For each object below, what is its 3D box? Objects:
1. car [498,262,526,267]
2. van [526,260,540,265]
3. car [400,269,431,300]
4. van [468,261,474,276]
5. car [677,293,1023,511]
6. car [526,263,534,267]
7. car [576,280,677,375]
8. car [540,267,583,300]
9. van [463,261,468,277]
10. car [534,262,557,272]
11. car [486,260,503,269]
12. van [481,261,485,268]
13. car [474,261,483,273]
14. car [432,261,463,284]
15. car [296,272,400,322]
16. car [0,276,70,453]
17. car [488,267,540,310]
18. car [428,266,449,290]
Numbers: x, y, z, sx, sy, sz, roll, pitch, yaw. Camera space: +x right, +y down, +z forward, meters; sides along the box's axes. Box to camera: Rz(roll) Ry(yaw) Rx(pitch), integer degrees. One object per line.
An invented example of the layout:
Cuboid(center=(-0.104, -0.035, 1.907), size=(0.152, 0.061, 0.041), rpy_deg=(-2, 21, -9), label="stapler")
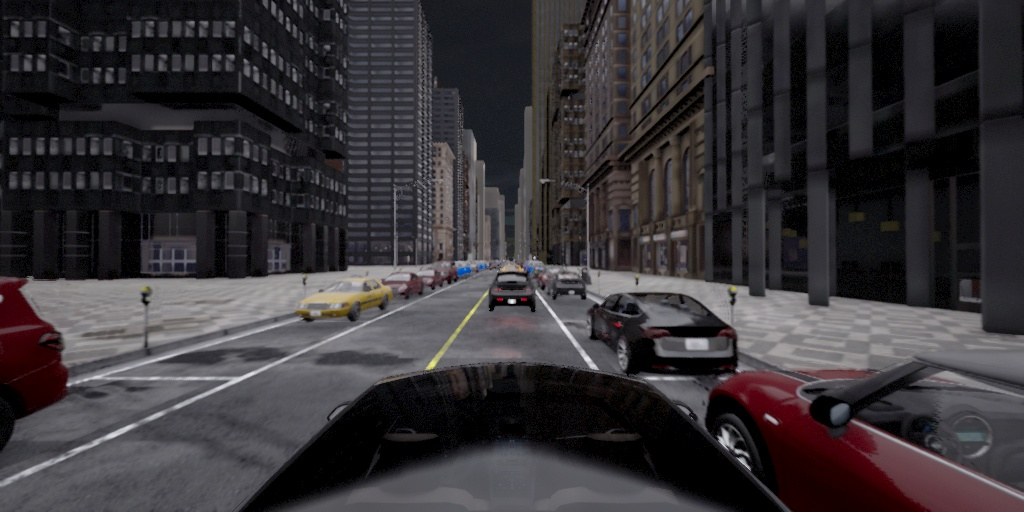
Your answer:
Cuboid(center=(0.025, 1.520, 31.104), size=(1.882, 1.535, 5.008), rpy_deg=(0, 0, 1), label="car")
Cuboid(center=(2.758, 1.488, 41.489), size=(1.690, 1.789, 3.998), rpy_deg=(0, 0, 0), label="van")
Cuboid(center=(-5.765, 1.501, 18.770), size=(1.802, 1.307, 4.207), rpy_deg=(0, 0, 0), label="car")
Cuboid(center=(-5.767, 1.488, 41.479), size=(1.690, 1.789, 3.998), rpy_deg=(0, 0, 0), label="van")
Cuboid(center=(2.762, 1.190, 1.748), size=(1.967, 1.591, 4.097), rpy_deg=(0, 0, 0), label="car")
Cuboid(center=(2.758, 1.640, 35.812), size=(2.007, 1.370, 4.403), rpy_deg=(0, 0, 0), label="car")
Cuboid(center=(2.762, 1.372, 7.425), size=(1.948, 1.339, 4.313), rpy_deg=(0, 0, 0), label="car")
Cuboid(center=(2.760, 1.470, 18.779), size=(2.007, 1.370, 4.403), rpy_deg=(0, 0, 0), label="car")
Cuboid(center=(-5.767, 1.430, 35.802), size=(1.690, 1.789, 3.998), rpy_deg=(0, 0, 0), label="van")
Cuboid(center=(2.760, 1.416, 24.456), size=(1.967, 1.591, 4.097), rpy_deg=(0, 0, 0), label="car")
Cuboid(center=(-3.046, 1.940, 63.777), size=(1.994, 1.385, 4.181), rpy_deg=(0, -1, 1), label="car")
Cuboid(center=(-5.769, 1.663, 58.510), size=(1.690, 1.789, 3.998), rpy_deg=(0, 0, 0), label="van")
Cuboid(center=(-5.769, 1.845, 52.833), size=(1.802, 1.307, 4.207), rpy_deg=(0, 0, 0), label="car")
Cuboid(center=(-5.766, 1.347, 30.124), size=(2.192, 1.841, 5.009), rpy_deg=(0, 0, 0), label="car")
Cuboid(center=(-5.764, 1.388, 12.923), size=(1.751, 1.417, 4.829), rpy_deg=(0, 0, 0), label="car")
Cuboid(center=(-5.763, 1.065, 1.738), size=(2.192, 1.841, 5.009), rpy_deg=(0, 0, 0), label="car")
Cuboid(center=(0.019, 1.392, 15.361), size=(1.837, 1.490, 4.892), rpy_deg=(0, 0, 0), label="car")
Cuboid(center=(-5.766, 1.558, 24.447), size=(1.802, 1.307, 4.207), rpy_deg=(0, 0, 0), label="car")
